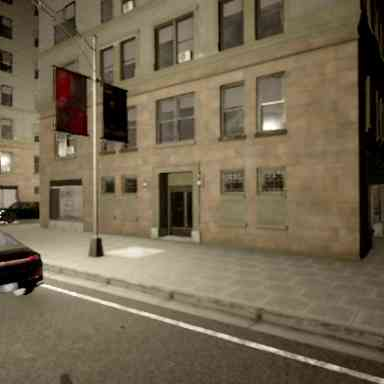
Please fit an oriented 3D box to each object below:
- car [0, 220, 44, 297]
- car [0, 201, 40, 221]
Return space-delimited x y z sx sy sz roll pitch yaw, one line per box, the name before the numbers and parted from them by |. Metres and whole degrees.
car | -5.304 1.538 7.460 4.902 1.511 2.128 0 0 35
car | -14.143 1.549 27.769 2.097 1.767 4.553 -1 -1 36
